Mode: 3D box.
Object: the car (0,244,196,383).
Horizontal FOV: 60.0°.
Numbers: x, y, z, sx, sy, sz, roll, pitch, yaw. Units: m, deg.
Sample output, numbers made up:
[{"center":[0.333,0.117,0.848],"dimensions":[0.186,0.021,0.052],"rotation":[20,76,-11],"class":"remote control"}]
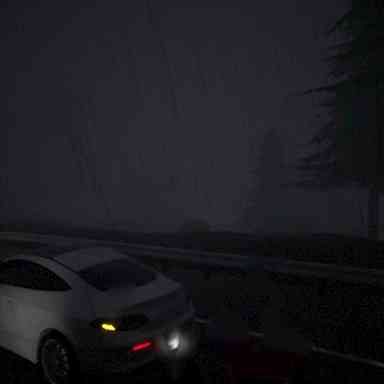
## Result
[{"center":[-2.127,1.565,5.212],"dimensions":[4.674,1.442,1.812],"rotation":[-1,0,33],"class":"car"}]
